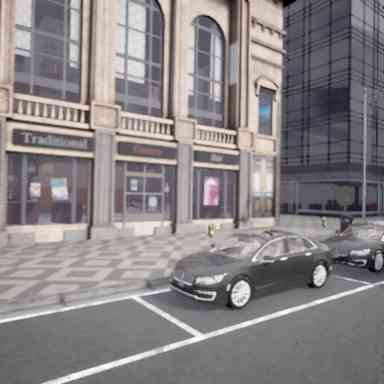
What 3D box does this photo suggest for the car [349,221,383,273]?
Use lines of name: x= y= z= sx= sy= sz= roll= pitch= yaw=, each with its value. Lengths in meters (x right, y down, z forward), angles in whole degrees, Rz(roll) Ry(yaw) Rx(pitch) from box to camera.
car: x=6.018 y=1.669 z=11.039 sx=4.403 sy=1.369 sz=2.008 roll=1 pitch=0 yaw=-35

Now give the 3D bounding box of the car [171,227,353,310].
car: x=1.572 y=1.610 z=7.870 sx=4.403 sy=1.369 sz=2.008 roll=1 pitch=0 yaw=-35
